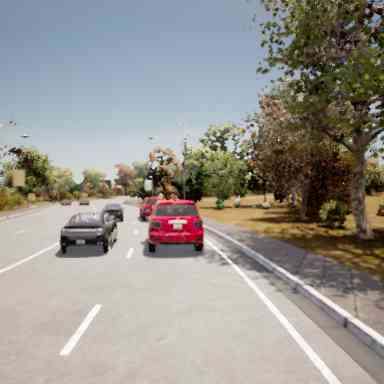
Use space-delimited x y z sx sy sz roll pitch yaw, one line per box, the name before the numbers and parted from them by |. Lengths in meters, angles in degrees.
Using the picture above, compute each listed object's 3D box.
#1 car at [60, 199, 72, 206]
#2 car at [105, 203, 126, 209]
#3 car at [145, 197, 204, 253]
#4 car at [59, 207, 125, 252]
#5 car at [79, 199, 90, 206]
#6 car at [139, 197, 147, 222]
car | -25.474 2.181 67.344 1.994 1.385 4.181 0 -1 -18
car | -6.992 1.783 29.479 1.837 1.490 4.892 0 0 -13
car | -0.829 1.356 14.659 2.150 2.045 5.566 0 0 -7
car | -4.342 1.630 14.541 2.128 1.511 4.902 0 0 -7
car | -22.138 2.196 68.401 1.994 1.385 4.181 0 -1 -18
car | -3.514 1.499 29.973 2.150 2.045 5.566 0 0 -13
